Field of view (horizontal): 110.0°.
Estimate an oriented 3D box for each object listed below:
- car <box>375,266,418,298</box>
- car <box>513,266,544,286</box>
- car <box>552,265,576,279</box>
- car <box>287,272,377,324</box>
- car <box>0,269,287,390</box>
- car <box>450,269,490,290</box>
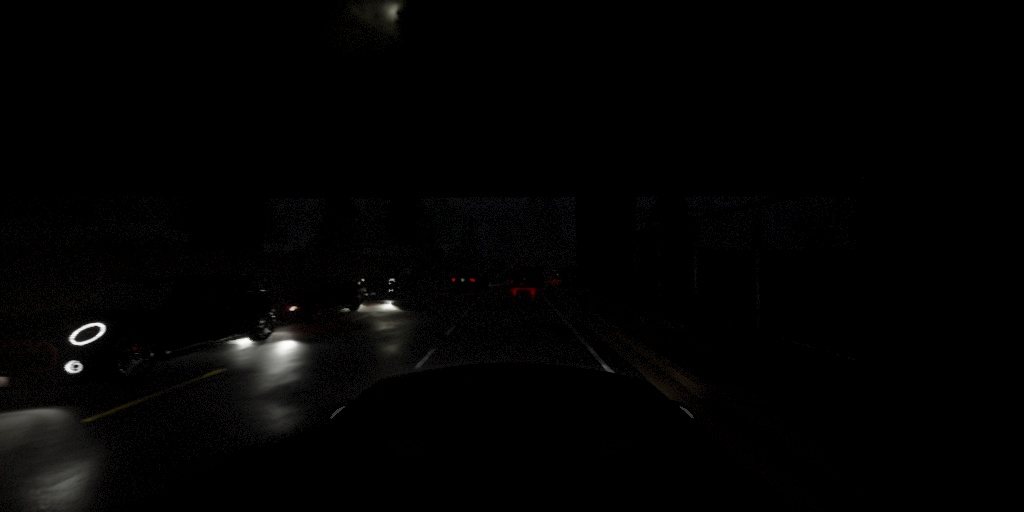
[{"bbox_3d":[-6.924,1.349,20.408,2.097,1.767,4.553,0,-1,2],"label":"car"},{"bbox_3d":[1.451,1.595,29.462,1.882,1.535,5.008,0,-1,12],"label":"car"},{"bbox_3d":[6.421,1.773,40.697,1.837,1.490,4.892,-1,-1,38],"label":"car"},{"bbox_3d":[-7.000,1.445,12.867,2.033,1.411,5.357,0,-1,0],"label":"car"},{"bbox_3d":[-7.081,1.174,7.201,2.097,1.767,4.553,0,-1,0],"label":"car"},{"bbox_3d":[-2.843,1.609,25.281,2.033,1.411,5.357,0,-1,7],"label":"car"}]
